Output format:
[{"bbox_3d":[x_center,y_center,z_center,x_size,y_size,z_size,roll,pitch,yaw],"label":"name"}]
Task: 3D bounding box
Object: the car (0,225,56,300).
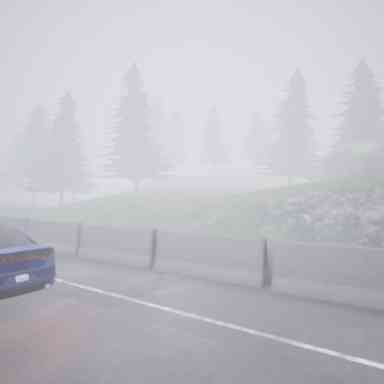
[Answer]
[{"bbox_3d":[-5.191,1.467,7.671,5.008,1.535,1.882,0,0,36],"label":"car"}]
